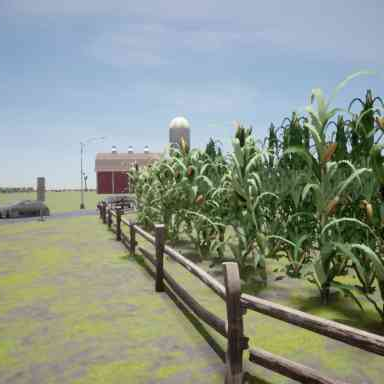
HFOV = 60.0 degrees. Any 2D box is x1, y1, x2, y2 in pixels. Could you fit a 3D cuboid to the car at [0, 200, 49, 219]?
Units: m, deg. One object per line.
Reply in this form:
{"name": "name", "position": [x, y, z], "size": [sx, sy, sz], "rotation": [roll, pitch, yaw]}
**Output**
{"name": "car", "position": [-13.631, 1.322, 26.537], "size": [1.994, 1.385, 4.181], "rotation": [-1, 1, 32]}

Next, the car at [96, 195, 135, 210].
{"name": "car", "position": [-8.142, 1.078, 35.826], "size": [1.837, 1.490, 4.892], "rotation": [-1, 1, 29]}
